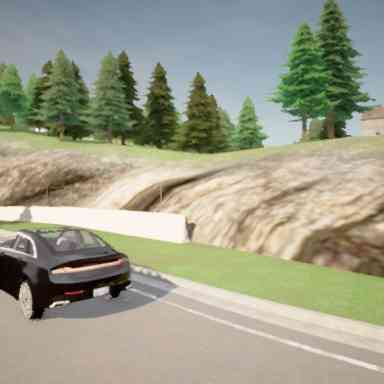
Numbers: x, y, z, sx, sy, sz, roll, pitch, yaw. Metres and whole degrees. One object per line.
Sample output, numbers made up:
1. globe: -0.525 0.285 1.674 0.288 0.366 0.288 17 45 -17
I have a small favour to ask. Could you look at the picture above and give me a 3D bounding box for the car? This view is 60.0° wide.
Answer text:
1. car: -3.299 1.536 7.535 2.128 1.511 4.902 0 0 -45
